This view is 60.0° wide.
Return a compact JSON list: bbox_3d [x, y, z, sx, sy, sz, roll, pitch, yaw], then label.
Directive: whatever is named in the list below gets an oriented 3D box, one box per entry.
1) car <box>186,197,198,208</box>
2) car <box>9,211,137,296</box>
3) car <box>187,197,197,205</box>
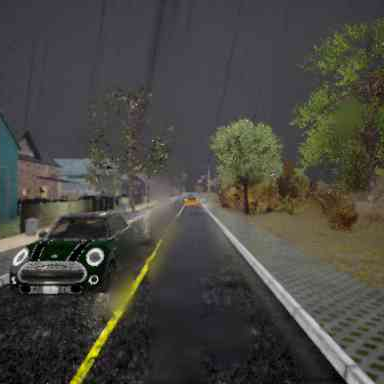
[{"bbox_3d":[0.007,1.586,51.569,1.882,1.535,5.008,0,0,0],"label":"car"},{"bbox_3d":[-2.827,1.370,8.908,2.097,1.767,4.553,0,0,0],"label":"car"},{"bbox_3d":[0.009,1.636,62.003,1.837,1.490,4.892,0,0,0],"label":"car"}]
